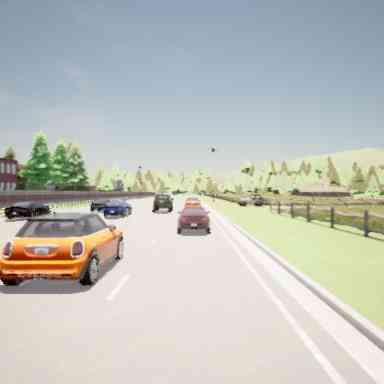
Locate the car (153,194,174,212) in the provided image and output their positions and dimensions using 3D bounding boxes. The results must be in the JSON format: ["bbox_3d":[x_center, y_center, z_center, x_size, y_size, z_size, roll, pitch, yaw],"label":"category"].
[{"bbox_3d":[-3.392,1.288,40.010,2.150,2.045,5.566,0,0,0],"label":"car"}]

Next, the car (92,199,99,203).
[{"bbox_3d":[-10.392,1.569,38.602,1.837,1.490,4.892,0,0,0],"label":"car"}]

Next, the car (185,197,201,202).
[{"bbox_3d":[0.108,1.423,43.227,2.097,1.767,4.553,0,0,0],"label":"car"}]

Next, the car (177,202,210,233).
[{"bbox_3d":[0.108,1.558,19.762,1.812,1.442,4.674,0,0,0],"label":"car"}]

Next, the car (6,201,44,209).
[{"bbox_3d":[-13.895,1.526,28.553,1.882,1.535,5.008,0,0,0],"label":"car"}]

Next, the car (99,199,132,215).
[{"bbox_3d":[-6.893,1.530,31.226,1.882,1.535,5.008,0,0,0],"label":"car"}]

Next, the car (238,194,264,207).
[{"bbox_3d":[8.932,1.295,50.433,3.866,1.878,1.905,0,0,0],"label":"car"}]

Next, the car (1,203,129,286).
[{"bbox_3d":[-3.397,1.368,9.643,2.097,1.767,4.553,0,0,0],"label":"car"}]
